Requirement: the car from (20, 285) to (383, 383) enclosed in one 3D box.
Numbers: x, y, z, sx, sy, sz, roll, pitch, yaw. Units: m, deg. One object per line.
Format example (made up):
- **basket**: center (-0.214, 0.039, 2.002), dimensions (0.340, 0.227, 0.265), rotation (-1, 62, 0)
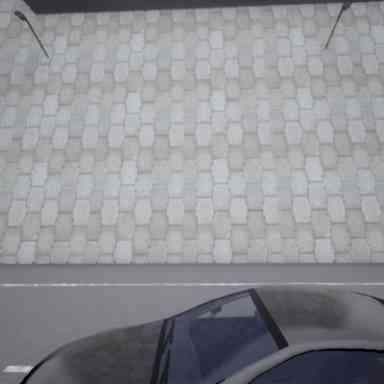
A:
- **car**: center (0.642, 1.497, 2.414), dimensions (4.181, 1.385, 1.994), rotation (-1, 1, 0)
